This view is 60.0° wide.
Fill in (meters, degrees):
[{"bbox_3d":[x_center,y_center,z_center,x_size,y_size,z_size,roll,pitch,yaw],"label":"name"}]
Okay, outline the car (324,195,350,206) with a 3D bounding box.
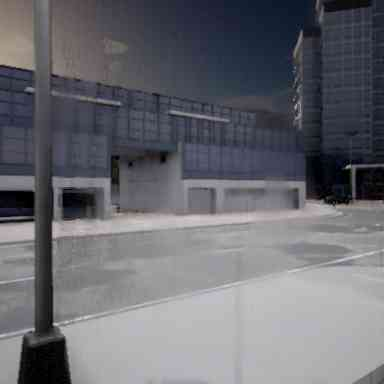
[{"bbox_3d":[22.132,1.271,50.810,1.837,1.490,4.892,1,1,-8],"label":"car"}]
